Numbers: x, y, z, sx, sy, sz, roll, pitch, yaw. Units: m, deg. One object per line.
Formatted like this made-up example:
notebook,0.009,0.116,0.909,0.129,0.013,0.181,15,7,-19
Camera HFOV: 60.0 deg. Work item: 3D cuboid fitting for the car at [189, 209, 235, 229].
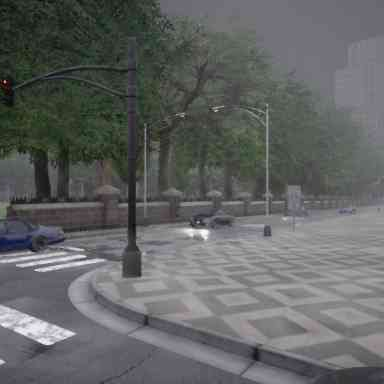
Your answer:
car,1.589,2.040,25.575,1.994,1.385,4.181,0,-1,35

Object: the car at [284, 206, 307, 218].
car,13.093,2.420,41.863,1.812,1.442,4.674,0,-1,35

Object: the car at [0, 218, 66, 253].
car,-7.528,1.699,12.617,2.033,1.411,5.357,0,-1,35

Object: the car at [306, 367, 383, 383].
car,2.466,1.551,1.209,4.403,1.369,2.008,0,0,35

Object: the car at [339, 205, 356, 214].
car,24.865,2.781,53.091,2.033,1.411,5.357,0,-1,34
